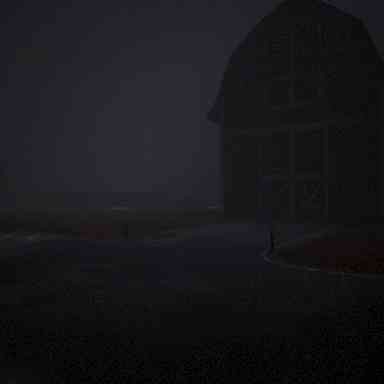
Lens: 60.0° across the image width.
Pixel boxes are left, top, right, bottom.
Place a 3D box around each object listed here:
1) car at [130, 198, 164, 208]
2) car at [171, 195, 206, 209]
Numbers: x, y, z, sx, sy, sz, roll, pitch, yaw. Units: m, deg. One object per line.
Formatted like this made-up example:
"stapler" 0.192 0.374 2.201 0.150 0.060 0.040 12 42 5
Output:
"car" -6.390 1.566 47.295 4.892 1.490 1.837 0 0 -32
"car" -0.305 1.556 46.827 4.674 1.442 1.812 0 0 -29
